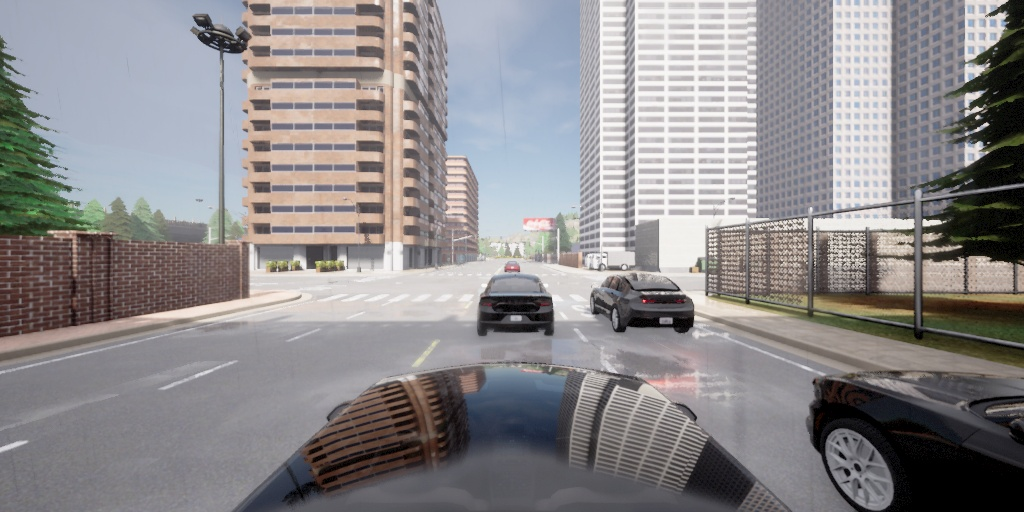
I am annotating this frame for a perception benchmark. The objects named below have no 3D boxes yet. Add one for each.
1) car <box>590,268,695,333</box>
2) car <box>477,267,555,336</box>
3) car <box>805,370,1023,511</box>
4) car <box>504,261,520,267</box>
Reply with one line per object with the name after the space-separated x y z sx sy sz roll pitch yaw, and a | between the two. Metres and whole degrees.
3.625 1.262 10.757 1.837 1.490 4.892 0 0 1 | car
0.090 1.235 10.435 1.882 1.535 5.008 0 0 0 | car
3.602 1.227 1.182 1.882 1.535 5.008 0 0 0 | car
0.041 1.349 45.443 1.994 1.385 4.181 0 0 0 | car
